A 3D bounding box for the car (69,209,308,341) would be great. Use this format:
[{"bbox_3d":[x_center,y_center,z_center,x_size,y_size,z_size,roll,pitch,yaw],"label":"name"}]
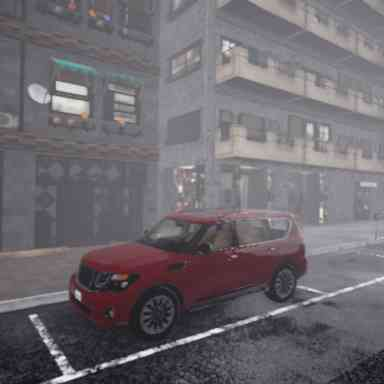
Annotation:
[{"bbox_3d":[0.252,1.316,6.721,5.009,1.841,2.192,0,1,-36],"label":"car"}]
